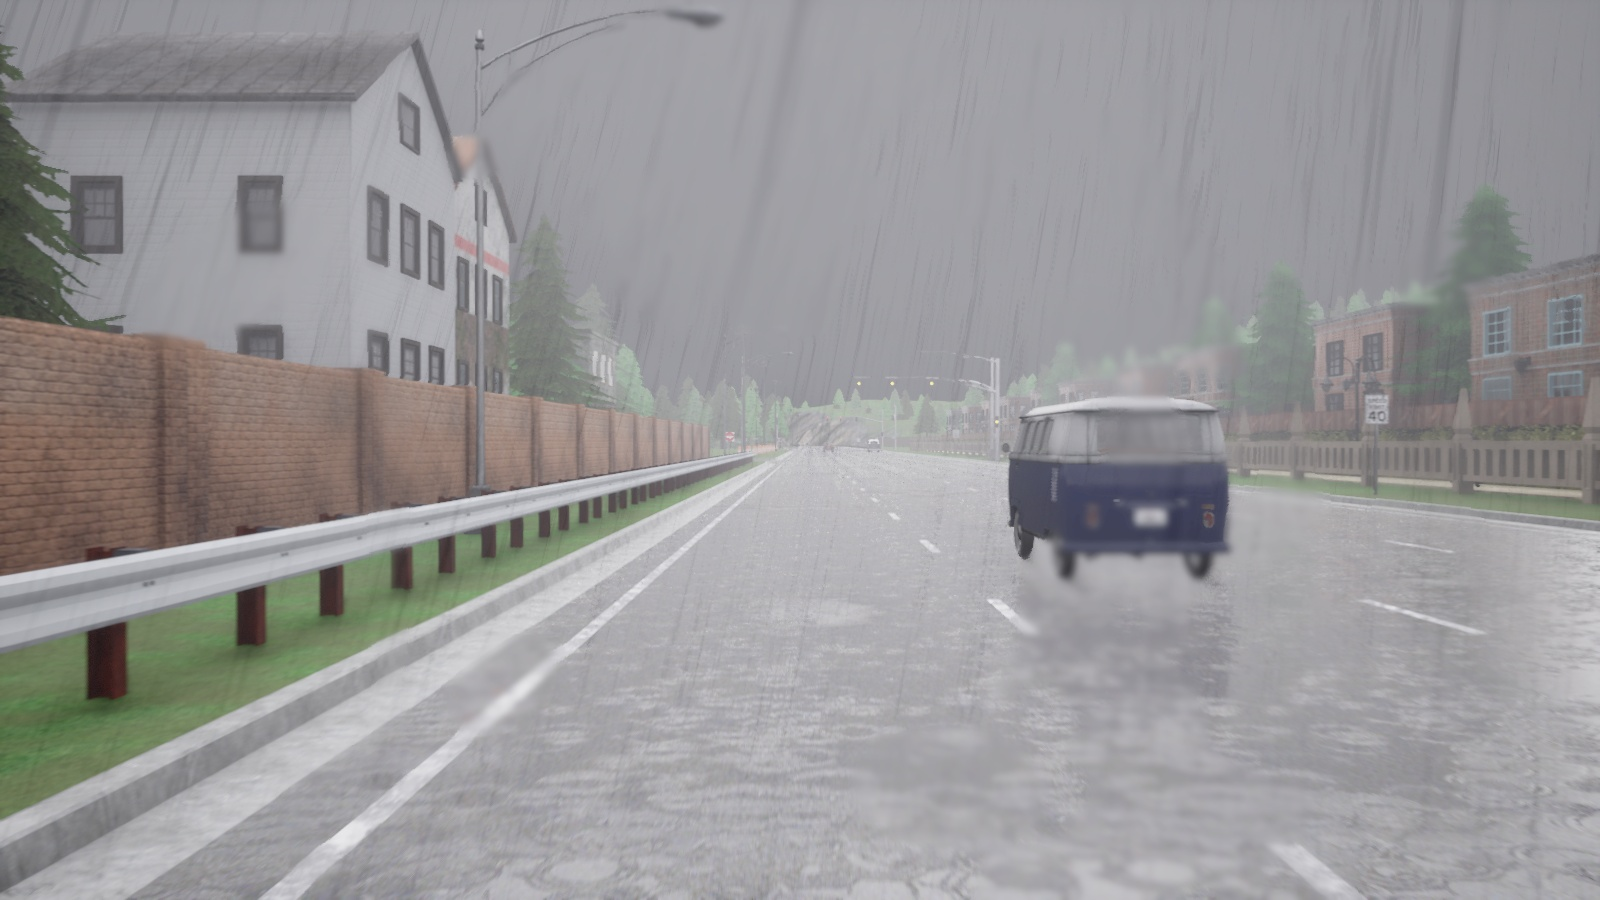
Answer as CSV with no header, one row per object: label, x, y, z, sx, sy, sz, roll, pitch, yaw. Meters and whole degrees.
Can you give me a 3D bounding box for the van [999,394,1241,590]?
van,3.601,0.418,14.981,1.775,1.987,4.442,0,0,0
